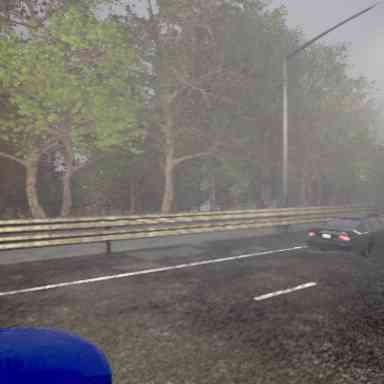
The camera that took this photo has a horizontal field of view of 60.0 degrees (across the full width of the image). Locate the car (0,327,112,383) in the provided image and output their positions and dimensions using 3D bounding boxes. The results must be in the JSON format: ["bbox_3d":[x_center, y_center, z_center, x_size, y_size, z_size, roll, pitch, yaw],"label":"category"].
[{"bbox_3d":[-2.742,1.526,1.801,4.674,1.442,1.812,0,0,-35],"label":"car"}]

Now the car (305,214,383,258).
[{"bbox_3d":[6.634,1.556,12.864,5.357,1.411,2.033,0,0,-36],"label":"car"}]
